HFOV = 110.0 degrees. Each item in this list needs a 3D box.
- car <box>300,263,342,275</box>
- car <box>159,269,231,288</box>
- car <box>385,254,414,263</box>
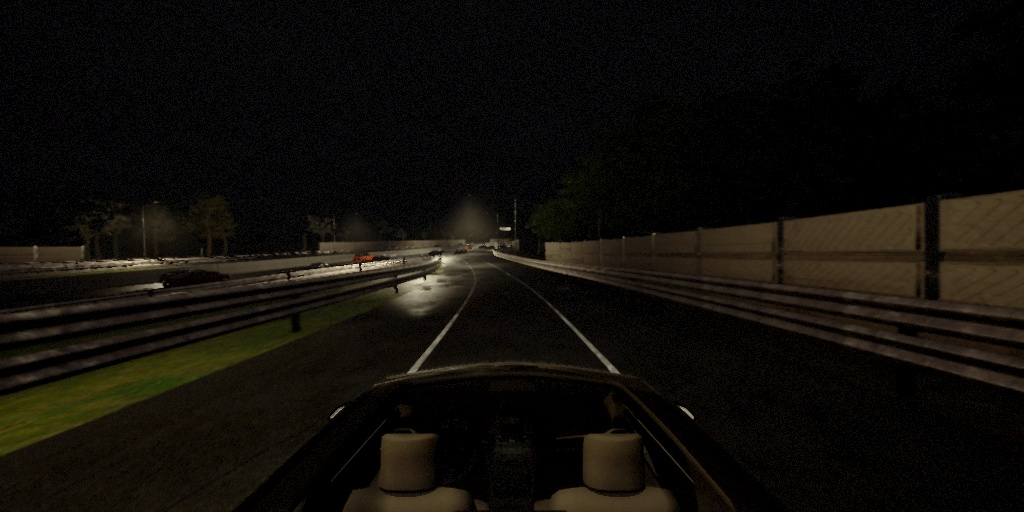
[{"bbox_3d":[-22.518,1.516,42.324,2.033,1.411,5.357,0,3,12],"label":"car"},{"bbox_3d":[-28.142,2.072,32.271,1.882,1.535,5.008,0,3,12],"label":"car"},{"bbox_3d":[-18.729,0.473,60.902,2.033,1.411,5.357,0,3,12],"label":"car"}]
